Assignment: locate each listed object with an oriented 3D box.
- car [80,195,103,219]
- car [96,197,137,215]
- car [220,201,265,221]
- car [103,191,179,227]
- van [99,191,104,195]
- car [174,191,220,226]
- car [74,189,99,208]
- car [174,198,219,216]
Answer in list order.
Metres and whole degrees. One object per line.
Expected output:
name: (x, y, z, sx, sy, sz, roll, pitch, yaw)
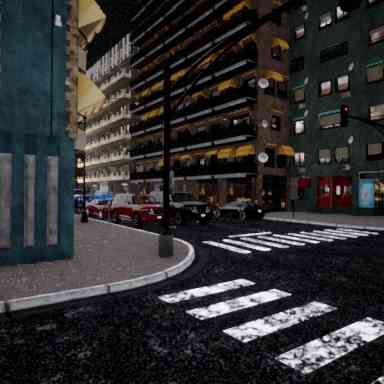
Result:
car: (-6.517, 1.182, 24.794, 1.887, 1.381, 4.507, 2, 0, -36)
car: (-6.799, 1.201, 29.591, 1.895, 1.301, 4.718, 1, 0, -36)
car: (3.561, 1.353, 25.150, 1.947, 1.339, 4.313, 2, 0, -36)
car: (-3.250, 1.033, 20.278, 2.192, 1.841, 5.009, 2, 0, -36)
van: (-12.736, 0.726, 47.735, 1.690, 1.788, 3.998, 2, 0, -36)
car: (-0.977, 0.966, 21.527, 2.150, 2.045, 5.566, 1, 0, -36)
car: (-12.951, 0.669, 38.145, 2.150, 2.045, 5.566, 1, 0, -35)
car: (0.300, 1.288, 29.667, 1.802, 1.307, 4.206, 2, 0, -36)
